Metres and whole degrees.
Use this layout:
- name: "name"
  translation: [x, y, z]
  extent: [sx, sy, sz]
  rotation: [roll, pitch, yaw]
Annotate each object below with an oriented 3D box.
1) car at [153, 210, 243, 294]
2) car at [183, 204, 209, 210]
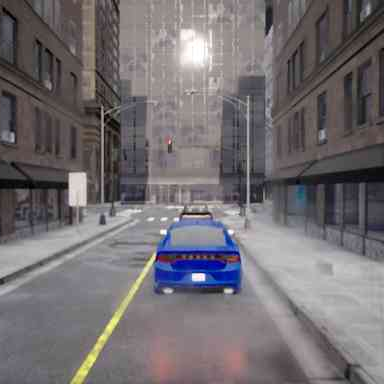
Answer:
- name: "car"
  translation: [0.136, 1.458, 8.766]
  extent: [1.882, 1.535, 5.008]
  rotation: [0, 0, 0]
- name: "car"
  translation: [0.205, 1.446, 19.212]
  extent: [2.128, 1.511, 4.902]
  rotation: [0, 0, -1]
